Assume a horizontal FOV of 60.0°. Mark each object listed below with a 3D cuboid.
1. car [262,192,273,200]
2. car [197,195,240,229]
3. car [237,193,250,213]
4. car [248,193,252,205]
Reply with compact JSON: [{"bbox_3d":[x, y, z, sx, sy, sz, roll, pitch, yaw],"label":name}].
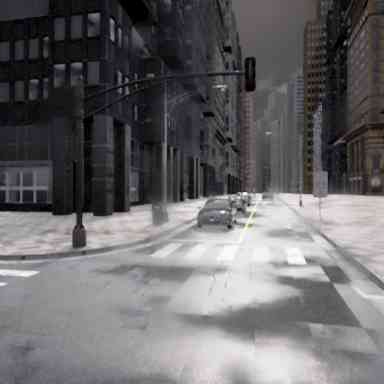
[{"bbox_3d":[13.084,0.677,57.533,1.895,1.301,4.718,0,1,12],"label":"car"},{"bbox_3d":[1.525,1.160,19.145,1.837,1.490,4.892,0,1,12],"label":"car"},{"bbox_3d":[3.672,1.057,28.868,1.994,1.385,4.181,0,1,13],"label":"car"},{"bbox_3d":[5.929,0.828,38.881,2.128,1.511,4.902,0,1,13],"label":"car"}]
